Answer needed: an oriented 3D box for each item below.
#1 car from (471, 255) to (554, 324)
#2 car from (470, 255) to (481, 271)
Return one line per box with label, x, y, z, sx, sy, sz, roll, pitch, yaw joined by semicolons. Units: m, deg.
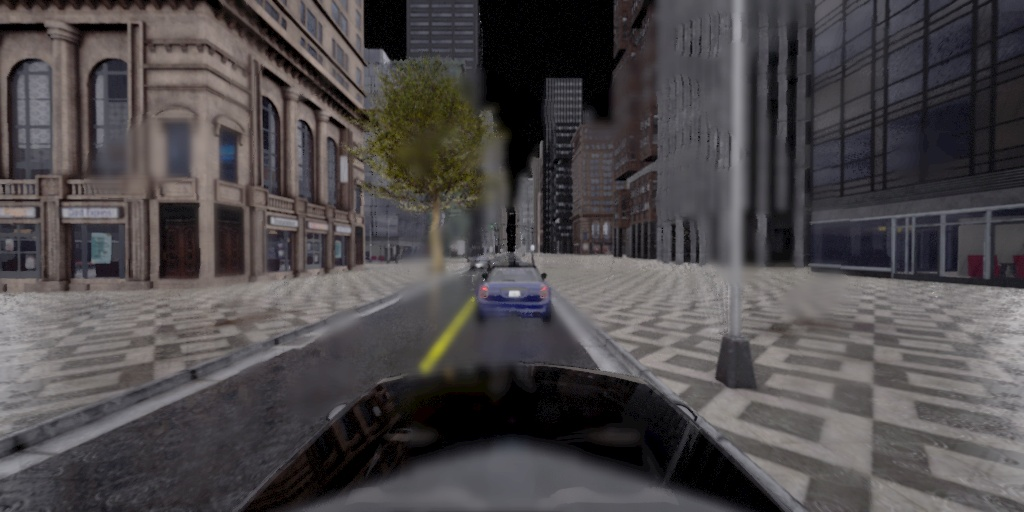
car;0.077;0.946;11.441;2.097;1.767;4.553;0;1;0
car;-3.105;0.698;36.048;2.128;1.511;4.902;0;1;0
